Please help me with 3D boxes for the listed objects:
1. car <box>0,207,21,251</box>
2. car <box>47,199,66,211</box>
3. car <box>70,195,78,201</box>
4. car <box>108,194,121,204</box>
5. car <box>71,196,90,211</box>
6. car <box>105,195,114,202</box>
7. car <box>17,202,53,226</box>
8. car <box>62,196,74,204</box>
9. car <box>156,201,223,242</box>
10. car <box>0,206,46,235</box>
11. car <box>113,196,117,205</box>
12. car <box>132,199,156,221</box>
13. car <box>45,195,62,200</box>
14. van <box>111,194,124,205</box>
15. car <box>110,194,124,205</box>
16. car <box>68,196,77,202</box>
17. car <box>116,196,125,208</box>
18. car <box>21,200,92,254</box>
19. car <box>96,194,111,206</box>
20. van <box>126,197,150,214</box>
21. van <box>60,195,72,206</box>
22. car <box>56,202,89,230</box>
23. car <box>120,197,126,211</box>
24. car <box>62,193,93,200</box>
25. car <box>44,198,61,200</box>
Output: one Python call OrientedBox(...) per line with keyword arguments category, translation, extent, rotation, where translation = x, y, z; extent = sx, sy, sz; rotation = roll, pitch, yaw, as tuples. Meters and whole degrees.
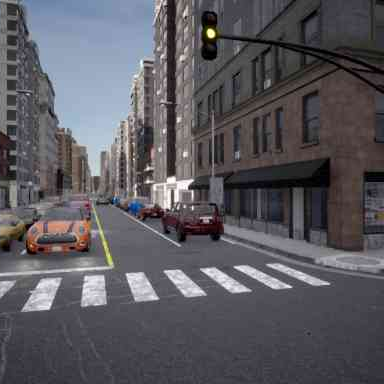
OrientedBox(category="car", translation=(-8.196, 1.544, 13.968), extent=(1.752, 1.417, 4.829), rotation=(0, 0, -17))
OrientedBox(category="car", translation=(-16.646, 1.600, 41.128), extent=(1.802, 1.307, 4.206), rotation=(0, 0, -17))
OrientedBox(category="car", translation=(-31.767, 1.496, 89.721), extent=(1.967, 1.590, 4.097), rotation=(0, 0, -17))
OrientedBox(category="car", translation=(-15.221, 1.332, 65.248), extent=(2.192, 1.841, 5.009), rotation=(0, 0, -17))
OrientedBox(category="car", translation=(-13.698, 1.373, 41.227), extent=(2.097, 1.767, 4.553), rotation=(0, 0, -17))
OrientedBox(category="car", translation=(-20.264, 1.478, 81.447), extent=(1.967, 1.590, 4.097), rotation=(0, 0, -17))
OrientedBox(category="car", translation=(-11.555, 1.545, 24.767), extent=(1.752, 1.417, 4.829), rotation=(0, 0, -17))
OrientedBox(category="car", translation=(-23.366, 1.554, 62.727), extent=(1.887, 1.381, 4.507), rotation=(0, 0, -17))
OrientedBox(category="car", translation=(-0.096, 1.342, 16.637), extent=(2.192, 1.841, 5.009), rotation=(0, 0, -17))
OrientedBox(category="car", translation=(-9.926, 1.586, 19.530), extent=(1.947, 1.339, 4.313), rotation=(0, 0, -17))
OrientedBox(category="car", translation=(-10.180, 1.606, 49.045), extent=(1.802, 1.307, 4.206), rotation=(0, 0, -17))
OrientedBox(category="car", translation=(-3.458, 1.572, 27.439), extent=(1.887, 1.381, 4.507), rotation=(0, 0, -17))
OrientedBox(category="car", translation=(-14.966, 1.334, 35.729), extent=(2.192, 1.841, 5.009), rotation=(0, 0, -17))
OrientedBox(category="van", translation=(-11.860, 1.363, 54.445), extent=(1.690, 1.788, 3.998), rotation=(0, 0, -17))
OrientedBox(category="car", translation=(-13.540, 1.335, 59.847), extent=(2.192, 1.841, 5.009), rotation=(0, 0, -17))
OrientedBox(category="car", translation=(-28.406, 1.612, 78.921), extent=(1.802, 1.307, 4.206), rotation=(0, 0, -17))
OrientedBox(category="car", translation=(-8.550, 1.551, 43.805), extent=(1.752, 1.417, 4.829), rotation=(0, 0, -17))
OrientedBox(category="car", translation=(-5.253, 1.373, 13.628), extent=(2.097, 1.767, 4.553), rotation=(0, 0, -16))
OrientedBox(category="car", translation=(-15.439, 1.582, 57.296), extent=(1.994, 1.385, 4.181), rotation=(0, 0, -17))
OrientedBox(category="van", translation=(-5.138, 1.368, 32.841), extent=(1.690, 1.788, 3.998), rotation=(0, 0, -17))
OrientedBox(category="van", translation=(-21.685, 1.353, 57.328), extent=(1.690, 1.788, 3.998), rotation=(0, 0, -17))
OrientedBox(category="car", translation=(-7.919, 1.527, 22.398), extent=(1.837, 1.490, 4.892), rotation=(0, 0, -17))
OrientedBox(category="car", translation=(-6.819, 1.608, 38.241), extent=(1.802, 1.307, 4.206), rotation=(0, 0, -17))
OrientedBox(category="car", translation=(-10.818, 1.244, 31.819), extent=(2.150, 2.045, 5.566), rotation=(0, 0, -16))
OrientedBox(category="car", translation=(-13.235, 1.545, 30.167), extent=(1.752, 1.417, 4.829), rotation=(0, 0, -17))
